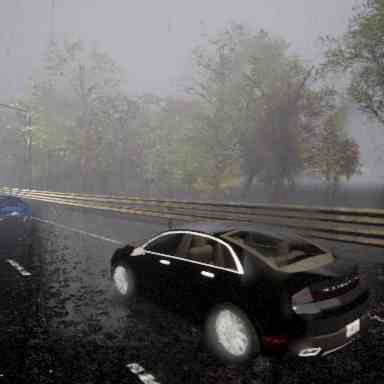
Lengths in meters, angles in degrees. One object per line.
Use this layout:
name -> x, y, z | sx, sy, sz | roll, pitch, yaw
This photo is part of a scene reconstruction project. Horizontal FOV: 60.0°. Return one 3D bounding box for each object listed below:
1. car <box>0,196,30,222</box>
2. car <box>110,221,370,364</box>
car -> -11.138, 0.955, 19.849 | 1.882, 1.535, 5.008 | -3, 3, -39
car -> 0.294, 1.255, 5.640 | 1.837, 1.490, 4.892 | -3, 3, -39
